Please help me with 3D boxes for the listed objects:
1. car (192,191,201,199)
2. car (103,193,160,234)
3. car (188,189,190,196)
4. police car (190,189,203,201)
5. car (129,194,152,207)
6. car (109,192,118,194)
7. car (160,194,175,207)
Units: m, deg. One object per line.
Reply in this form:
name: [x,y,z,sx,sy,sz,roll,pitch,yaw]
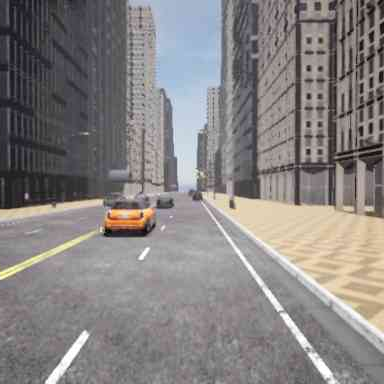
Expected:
car: [0.965,0.660,75.265,1.882,1.535,5.008,0,1,0]
car: [-3.152,1.130,17.777,2.097,1.767,4.553,0,1,0]
car: [-0.012,0.392,94.707,1.837,1.490,4.892,0,0,0]
police car: [0.967,0.754,59.375,1.930,1.638,5.238,0,1,0]
car: [-6.572,0.991,42.651,2.128,1.511,4.902,0,0,0]
car: [-9.824,0.854,42.241,2.097,1.767,4.553,0,1,0]
car: [-3.155,1.016,40.395,2.128,1.511,4.902,0,1,0]
